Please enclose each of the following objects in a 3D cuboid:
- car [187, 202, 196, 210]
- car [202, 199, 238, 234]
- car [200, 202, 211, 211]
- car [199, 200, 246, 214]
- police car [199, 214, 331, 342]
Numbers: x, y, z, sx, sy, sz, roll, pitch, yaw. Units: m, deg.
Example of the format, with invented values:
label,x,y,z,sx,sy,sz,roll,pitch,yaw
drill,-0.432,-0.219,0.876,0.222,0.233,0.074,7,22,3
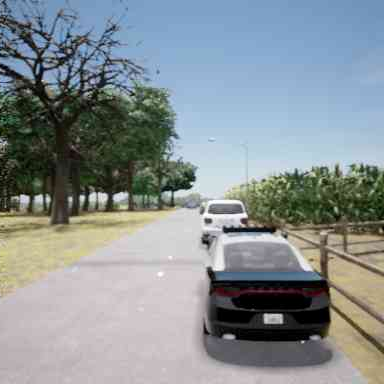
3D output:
label,x,y,z,sx,sy,sz,roll,pitch,yaw
car,-0.020,2.729,66.106,1.812,1.442,4.674,0,-2,2
car,1.817,1.537,22.901,2.150,2.045,5.566,0,-1,2
car,2.400,2.457,57.877,1.837,1.490,4.892,0,-1,2
car,1.576,1.443,16.905,2.150,2.045,5.566,0,-1,2
police car,1.178,1.504,6.984,1.930,1.638,5.238,0,-1,2
